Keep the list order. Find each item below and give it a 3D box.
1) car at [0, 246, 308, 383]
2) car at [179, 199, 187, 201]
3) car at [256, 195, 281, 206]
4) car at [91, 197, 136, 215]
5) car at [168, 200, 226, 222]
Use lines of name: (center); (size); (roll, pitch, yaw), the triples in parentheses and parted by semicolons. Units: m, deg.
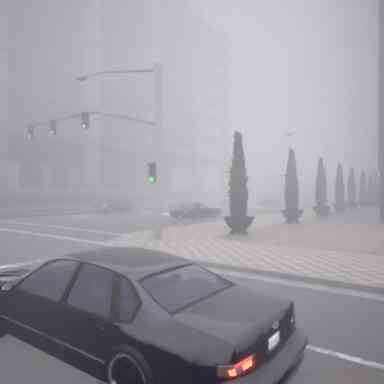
car: (-1.215, 1.540, 4.827); (5.357, 1.411, 2.033); (0, 0, 36)
car: (-0.796, 1.520, 36.854); (1.994, 1.385, 4.181); (0, 0, 36)
car: (12.704, 1.558, 55.373); (1.895, 1.301, 4.718); (0, 0, 36)
car: (-7.777, 1.301, 33.176); (2.097, 1.767, 4.553); (0, 0, 36)
car: (0.429, 1.571, 26.368); (1.895, 1.301, 4.718); (0, 0, 37)
